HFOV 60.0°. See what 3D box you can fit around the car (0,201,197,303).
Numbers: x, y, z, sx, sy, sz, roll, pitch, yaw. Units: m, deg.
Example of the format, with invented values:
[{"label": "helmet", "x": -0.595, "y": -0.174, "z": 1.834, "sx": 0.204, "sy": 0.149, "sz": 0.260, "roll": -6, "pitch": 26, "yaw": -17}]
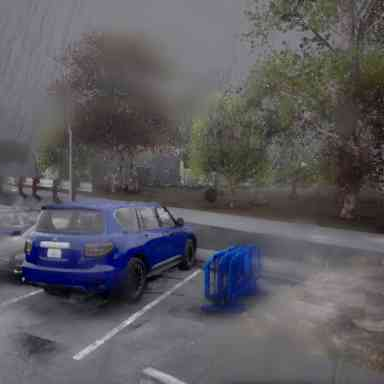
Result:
[{"label": "car", "x": -1.621, "y": 1.253, "z": 8.594, "sx": 2.435, "sy": 2.045, "sz": 5.566, "roll": 0, "pitch": -1, "yaw": 19}]
